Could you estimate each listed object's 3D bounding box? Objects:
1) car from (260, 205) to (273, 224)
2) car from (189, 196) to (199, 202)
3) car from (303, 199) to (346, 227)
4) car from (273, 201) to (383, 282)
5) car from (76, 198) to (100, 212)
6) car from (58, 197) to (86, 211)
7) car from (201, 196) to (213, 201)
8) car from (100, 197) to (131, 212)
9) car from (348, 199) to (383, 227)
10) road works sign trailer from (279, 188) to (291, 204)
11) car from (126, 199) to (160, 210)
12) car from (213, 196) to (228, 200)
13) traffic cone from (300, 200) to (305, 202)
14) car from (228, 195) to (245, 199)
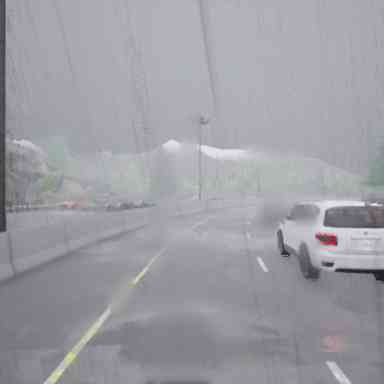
[{"bbox_3d":[6.354,1.668,25.876,1.994,1.385,4.181,0,0,11],"label":"car"},{"bbox_3d":[1.043,1.674,80.682,1.882,1.535,5.008,0,0,30],"label":"car"},{"bbox_3d":[9.668,1.463,24.627,2.097,1.767,4.553,0,0,11],"label":"car"},{"bbox_3d":[4.107,1.268,10.130,2.150,2.045,5.566,0,0,4],"label":"car"},{"bbox_3d":[-11.798,1.694,41.168,1.895,1.301,4.718,0,0,16],"label":"car"},{"bbox_3d":[-15.020,1.439,42.541,2.097,1.767,4.553,0,0,16],"label":"car"},{"bbox_3d":[4.247,1.668,79.227,1.882,1.535,5.008,0,0,30],"label":"car"},{"bbox_3d":[-8.538,1.450,39.689,2.097,1.767,4.553,0,0,15],"label":"car"},{"bbox_3d":[13.180,1.474,24.364,2.097,1.767,4.553,0,0,11],"label":"car"},{"bbox_3d":[20.602,0.766,72.695,2.380,3.560,2.880,0,0,33],"label":"road works sign trailer"},{"bbox_3d":[-5.347,1.706,38.242,1.895,1.301,4.718,0,0,15],"label":"car"},{"bbox_3d":[7.240,1.751,77.412,1.994,1.385,4.181,0,0,30],"label":"car"},{"bbox_3d":[25.688,2.290,77.720,0.340,0.580,0.340,0,0,33],"label":"traffic cone"},{"bbox_3d":[10.670,1.535,76.342,2.097,1.767,4.553,0,0,30],"label":"car"}]
